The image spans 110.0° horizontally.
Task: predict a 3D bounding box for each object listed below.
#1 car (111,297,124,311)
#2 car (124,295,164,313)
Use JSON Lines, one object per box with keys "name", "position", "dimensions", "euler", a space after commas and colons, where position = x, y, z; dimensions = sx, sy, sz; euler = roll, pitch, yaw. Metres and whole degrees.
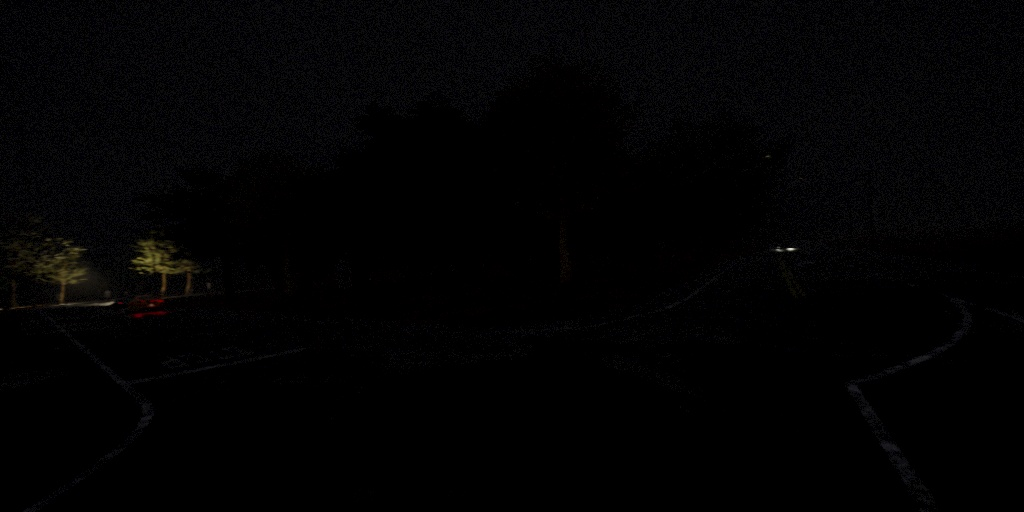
{"name": "car", "position": [-41.518, 5.115, 38.691], "dimensions": [4.181, 1.385, 1.994], "euler": [-5, -3, 37]}
{"name": "car", "position": [-33.370, 4.302, 32.667], "dimensions": [5.008, 1.535, 1.882], "euler": [-5, -3, 37]}
